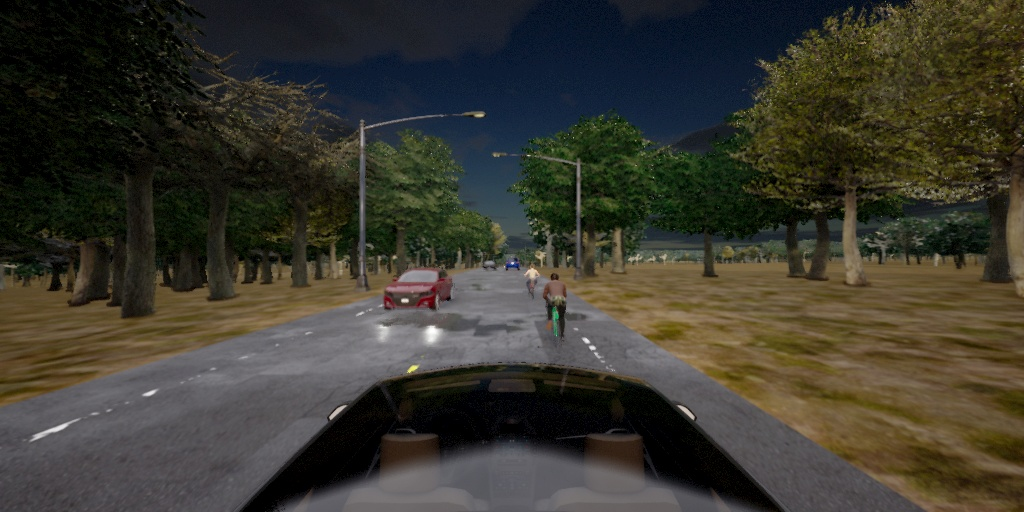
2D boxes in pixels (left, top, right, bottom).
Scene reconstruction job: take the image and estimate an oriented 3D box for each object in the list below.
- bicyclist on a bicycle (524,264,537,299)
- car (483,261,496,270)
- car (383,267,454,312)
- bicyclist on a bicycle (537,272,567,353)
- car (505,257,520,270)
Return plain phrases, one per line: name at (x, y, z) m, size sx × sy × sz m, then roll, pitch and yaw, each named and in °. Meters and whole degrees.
bicyclist on a bicycle at (0.963, 1.192, 17.163) m, size 0.866 × 1.612 × 1.509 m, roll 0°, pitch 0°, yaw 0°
car at (-3.570, 1.502, 57.632) m, size 1.882 × 1.535 × 5.008 m, roll 0°, pitch -1°, yaw 0°
car at (-3.600, 1.230, 14.562) m, size 1.882 × 1.535 × 5.008 m, roll 0°, pitch 0°, yaw 0°
bicyclist on a bicycle at (0.961, 1.204, 7.911) m, size 0.582 × 1.620 × 1.656 m, roll 0°, pitch 0°, yaw 0°
car at (0.106, 1.257, 58.320) m, size 2.150 × 2.045 × 5.566 m, roll 0°, pitch 0°, yaw 0°
